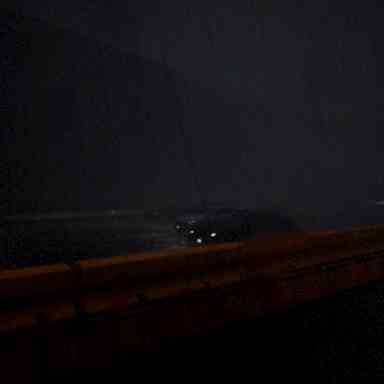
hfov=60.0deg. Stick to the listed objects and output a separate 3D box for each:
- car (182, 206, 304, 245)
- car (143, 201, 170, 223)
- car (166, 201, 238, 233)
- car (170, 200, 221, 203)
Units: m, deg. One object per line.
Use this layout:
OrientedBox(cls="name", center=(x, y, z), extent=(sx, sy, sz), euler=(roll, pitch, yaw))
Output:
OrientedBox(cls="car", center=(2.476, 1.454, 14.217), extent=(5.357, 1.411, 2.033), euler=(-1, 0, -34))
OrientedBox(cls="car", center=(-1.179, 1.350, 24.353), extent=(5.008, 1.535, 1.882), euler=(-1, 0, -33))
OrientedBox(cls="car", center=(1.252, 1.421, 17.577), extent=(4.674, 1.442, 1.812), euler=(-1, 0, -34))
OrientedBox(cls="car", center=(1.297, 1.376, 21.786), extent=(4.892, 1.490, 1.837), euler=(-1, 0, -33))
